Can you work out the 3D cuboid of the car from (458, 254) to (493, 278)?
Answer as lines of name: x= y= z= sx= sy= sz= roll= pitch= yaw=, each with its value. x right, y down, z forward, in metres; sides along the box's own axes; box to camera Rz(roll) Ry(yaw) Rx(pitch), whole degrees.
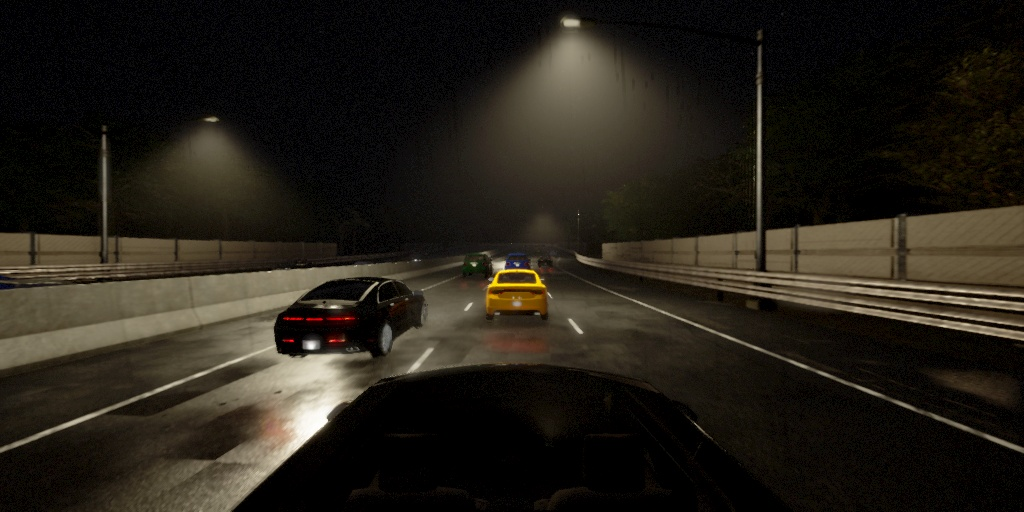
car: x=-2.985 y=0.811 z=31.668 sx=2.150 sy=2.045 sz=5.566 roll=0 pitch=1 yaw=1

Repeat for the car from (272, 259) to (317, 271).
car: x=-20.603 y=1.061 z=34.204 sx=1.837 sy=1.490 sz=4.892 roll=0 pitch=1 yaw=2

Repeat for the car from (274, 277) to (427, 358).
car: x=-3.364 y=1.242 z=8.451 sx=1.837 sy=1.490 sz=4.892 roll=0 pitch=0 yaw=0

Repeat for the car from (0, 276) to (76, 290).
car: x=-14.057 y=1.330 z=9.848 sx=1.895 sy=1.301 sz=4.718 roll=0 pitch=0 yaw=0

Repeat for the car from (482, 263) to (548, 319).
car: x=0.171 y=1.200 z=12.671 sx=1.882 sy=1.535 sz=5.008 roll=0 pitch=0 yaw=1

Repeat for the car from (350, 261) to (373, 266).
car: x=-13.644 y=1.140 z=32.727 sx=1.994 sy=1.385 sz=4.181 roll=0 pitch=1 yaw=2

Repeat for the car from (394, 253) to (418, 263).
car: x=-16.342 y=0.676 z=54.308 sx=1.994 sy=1.385 sz=4.181 roll=0 pitch=2 yaw=3

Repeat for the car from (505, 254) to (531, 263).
car: x=0.520 y=0.808 z=31.840 sx=2.150 sy=2.045 sz=5.566 roll=0 pitch=1 yaw=1

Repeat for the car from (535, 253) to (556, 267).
car: x=4.512 y=0.722 z=49.295 sx=2.128 sy=1.511 sz=4.902 roll=0 pitch=2 yaw=2
